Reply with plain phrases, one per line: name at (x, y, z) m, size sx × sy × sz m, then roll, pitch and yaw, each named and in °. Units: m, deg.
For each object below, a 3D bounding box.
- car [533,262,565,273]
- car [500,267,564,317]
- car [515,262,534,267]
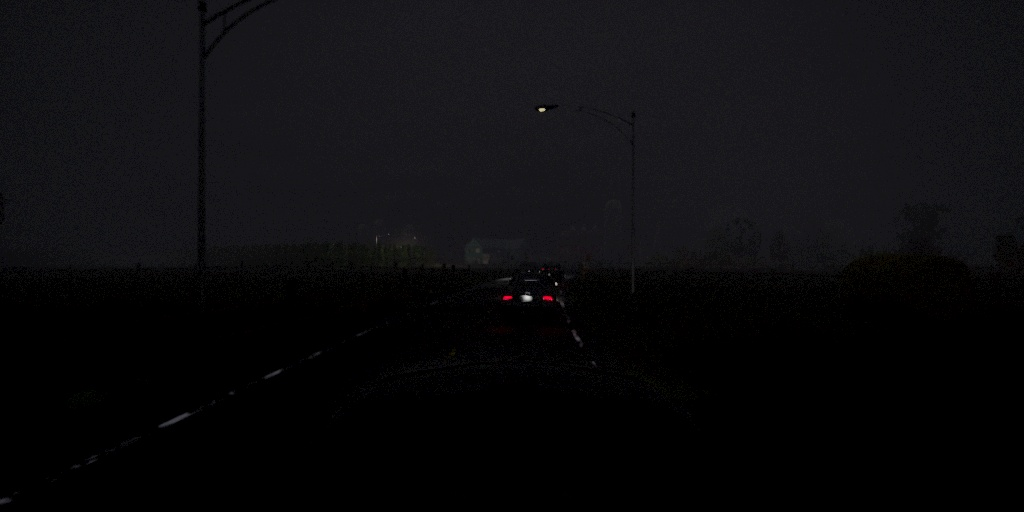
car at (3.516, 1.312, 31.252) m, size 2.128 × 1.511 × 4.902 m, roll 0°, pitch 0°, yaw 12°
car at (0.710, 1.321, 13.280) m, size 2.033 × 1.411 × 5.357 m, roll 0°, pitch 0°, yaw 6°
car at (1.528, 1.330, 35.571) m, size 1.837 × 1.490 × 4.892 m, roll 0°, pitch 0°, yaw 14°
